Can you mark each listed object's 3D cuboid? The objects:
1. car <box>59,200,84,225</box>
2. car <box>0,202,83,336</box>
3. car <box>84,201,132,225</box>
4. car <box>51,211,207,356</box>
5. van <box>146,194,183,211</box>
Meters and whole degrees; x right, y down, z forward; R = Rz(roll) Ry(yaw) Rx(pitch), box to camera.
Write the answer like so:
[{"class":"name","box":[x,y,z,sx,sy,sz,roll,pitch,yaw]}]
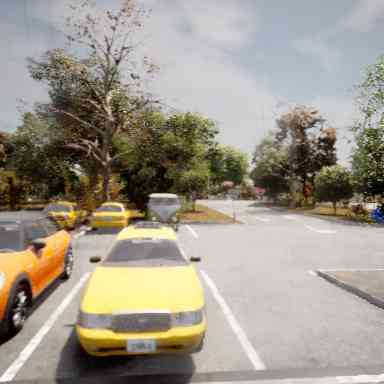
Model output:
[{"class":"car","box":[-7.065,1.223,18.516,1.946,1.575,5.366,1,0,-6]},{"class":"car","box":[-3.795,1.233,6.383,2.185,1.767,4.553,1,0,-6]},{"class":"car","box":[-4.421,1.262,18.814,1.946,1.575,5.366,1,0,-6]},{"class":"car","box":[-0.874,1.408,6.496,1.946,1.575,5.366,1,0,-6]},{"class":"van","box":[-1.607,1.090,18.825,1.878,1.987,4.442,1,0,-6]}]
